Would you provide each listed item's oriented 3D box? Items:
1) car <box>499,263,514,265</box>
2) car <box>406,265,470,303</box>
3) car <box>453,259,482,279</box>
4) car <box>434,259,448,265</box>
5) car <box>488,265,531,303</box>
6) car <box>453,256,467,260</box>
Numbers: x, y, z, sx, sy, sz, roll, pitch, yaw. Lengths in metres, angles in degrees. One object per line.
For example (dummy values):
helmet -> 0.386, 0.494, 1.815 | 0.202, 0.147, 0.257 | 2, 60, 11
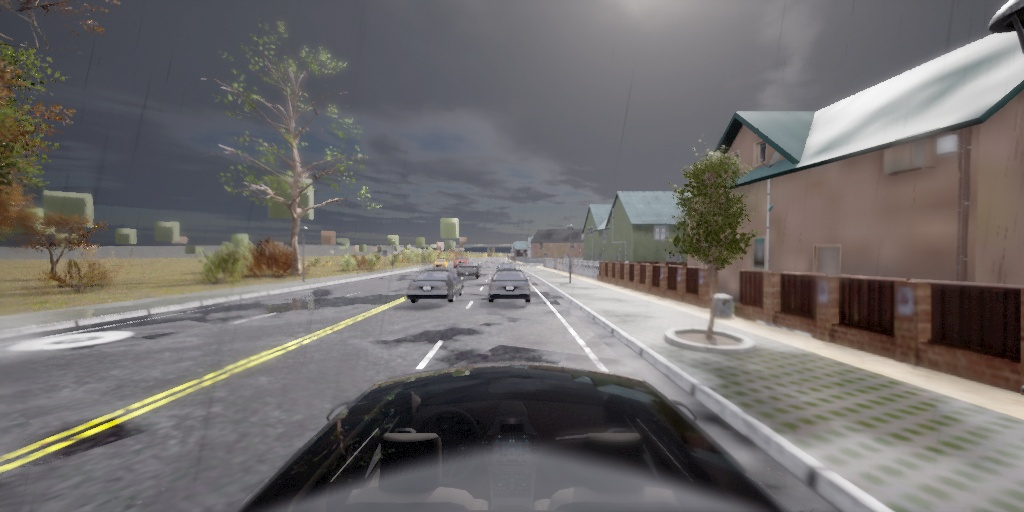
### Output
car -> -0.497, 1.300, 31.695 | 2.033, 1.411, 5.357 | 0, 0, -2
car -> -3.374, 1.307, 16.562 | 2.033, 1.411, 5.357 | 0, 0, -1
car -> -3.746, 1.234, 31.588 | 2.128, 1.511, 4.902 | 0, 0, -2
car -> -11.530, 1.241, 58.325 | 1.882, 1.535, 5.008 | 0, 0, -4
car -> -0.125, 1.306, 16.616 | 2.033, 1.411, 5.357 | 0, 0, -1
car -> -8.284, 1.052, 58.495 | 2.150, 2.045, 5.566 | 0, 0, -4
